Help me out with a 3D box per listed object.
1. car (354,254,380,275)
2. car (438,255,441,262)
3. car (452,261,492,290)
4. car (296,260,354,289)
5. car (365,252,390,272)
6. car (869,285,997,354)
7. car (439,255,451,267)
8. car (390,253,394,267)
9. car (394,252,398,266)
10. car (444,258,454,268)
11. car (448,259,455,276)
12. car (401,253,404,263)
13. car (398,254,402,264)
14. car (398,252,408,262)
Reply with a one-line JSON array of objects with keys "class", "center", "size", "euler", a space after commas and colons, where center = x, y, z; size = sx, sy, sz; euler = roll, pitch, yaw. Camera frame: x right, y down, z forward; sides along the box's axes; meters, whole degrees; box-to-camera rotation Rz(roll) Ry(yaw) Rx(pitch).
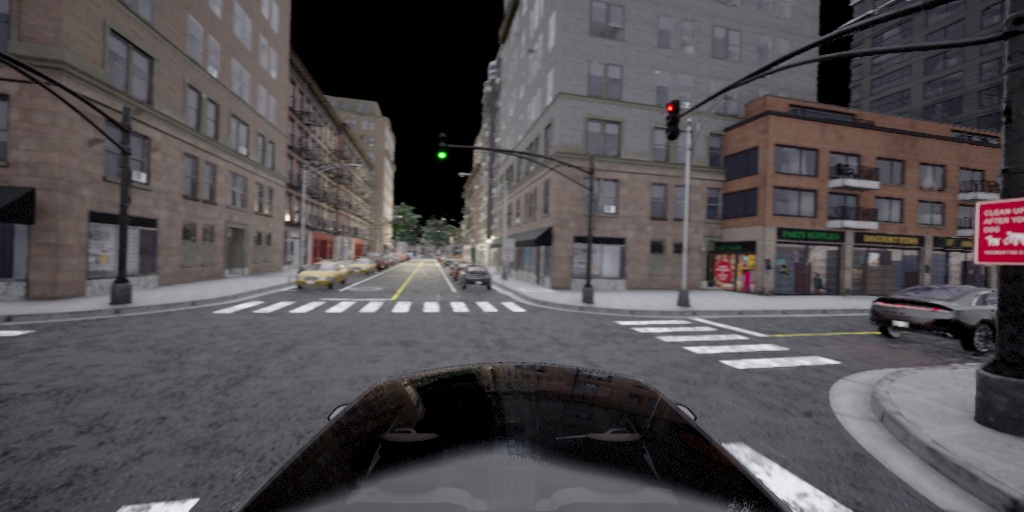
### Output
[{"class": "car", "center": [-12.518, 0.798, 29.977], "size": [1.751, 1.417, 4.829], "euler": [0, 0, -13]}, {"class": "car", "center": [-9.592, 0.857, 53.313], "size": [2.007, 1.370, 4.403], "euler": [0, 0, -13]}, {"class": "car", "center": [-2.273, 1.176, 21.248], "size": [2.007, 1.370, 4.403], "euler": [0, 0, -13]}, {"class": "car", "center": [-10.083, 0.905, 19.288], "size": [1.751, 1.417, 4.829], "euler": [0, 0, -13]}, {"class": "car", "center": [-13.774, 0.534, 35.488], "size": [2.192, 1.841, 5.009], "euler": [0, 0, -13]}, {"class": "car", "center": [11.986, 1.532, 9.415], "size": [4.902, 1.511, 2.128], "euler": [2, 0, -13]}, {"class": "car", "center": [-8.372, 0.910, 47.968], "size": [2.007, 1.370, 4.403], "euler": [0, 0, -13]}, {"class": "car", "center": [-14.992, 0.606, 40.833], "size": [1.967, 1.591, 4.097], "euler": [0, 0, -13]}, {"class": "car", "center": [-16.210, 0.553, 46.177], "size": [1.967, 1.591, 4.097], "euler": [0, 0, -13]}, {"class": "car", "center": [-4.713, 1.069, 31.936], "size": [2.007, 1.370, 4.403], "euler": [0, 0, -13]}, {"class": "car", "center": [-3.493, 1.117, 26.591], "size": [1.888, 1.381, 4.507], "euler": [0, 0, -13]}, {"class": "car", "center": [-18.646, 0.573, 56.867], "size": [1.948, 1.339, 4.313], "euler": [0, 0, -13]}, {"class": "car", "center": [-17.428, 0.611, 51.522], "size": [2.007, 1.370, 4.403], "euler": [0, 0, -13]}, {"class": "car", "center": [-19.863, 0.269, 62.212], "size": [2.192, 1.841, 5.009], "euler": [0, 0, -13]}]
